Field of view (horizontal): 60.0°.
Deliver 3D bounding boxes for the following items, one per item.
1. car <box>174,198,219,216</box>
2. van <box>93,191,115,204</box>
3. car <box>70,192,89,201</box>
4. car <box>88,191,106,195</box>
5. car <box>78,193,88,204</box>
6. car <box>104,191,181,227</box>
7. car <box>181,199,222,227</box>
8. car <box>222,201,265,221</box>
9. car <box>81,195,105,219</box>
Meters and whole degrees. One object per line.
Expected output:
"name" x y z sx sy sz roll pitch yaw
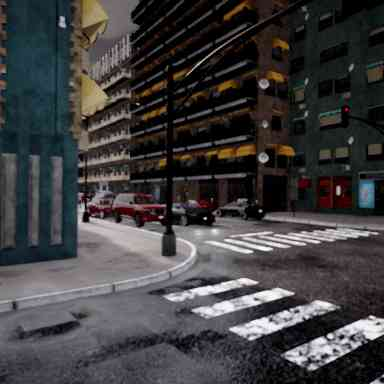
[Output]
"car" 0.352 1.298 29.745 1.802 1.307 4.206 2 0 -36
"van" -12.720 0.736 47.788 1.690 1.788 3.998 2 0 -36
"car" -19.263 0.778 56.807 1.887 1.381 4.507 2 0 -36
"car" -7.609 0.937 30.852 2.097 1.767 4.553 1 0 -36
"car" -15.603 0.831 47.243 1.882 1.535 5.008 1 0 -36
"car" -3.179 1.039 20.349 2.192 1.841 5.009 2 0 -36
"car" -0.401 1.327 20.897 1.994 1.385 4.181 1 0 -36
"car" 3.621 1.363 25.235 1.947 1.339 4.313 2 0 -36
"car" -6.455 1.188 24.859 1.887 1.381 4.507 2 0 -36
